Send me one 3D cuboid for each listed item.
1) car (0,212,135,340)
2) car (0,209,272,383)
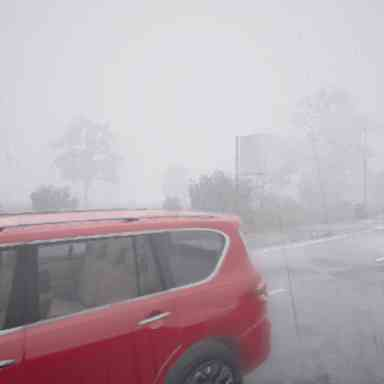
[{"bbox_3d":[-3.549,1.371,5.883,4.553,1.767,2.097,0,0,-37],"label":"car"},{"bbox_3d":[-1.721,1.231,2.832,5.566,2.045,2.150,0,0,-36],"label":"car"}]
